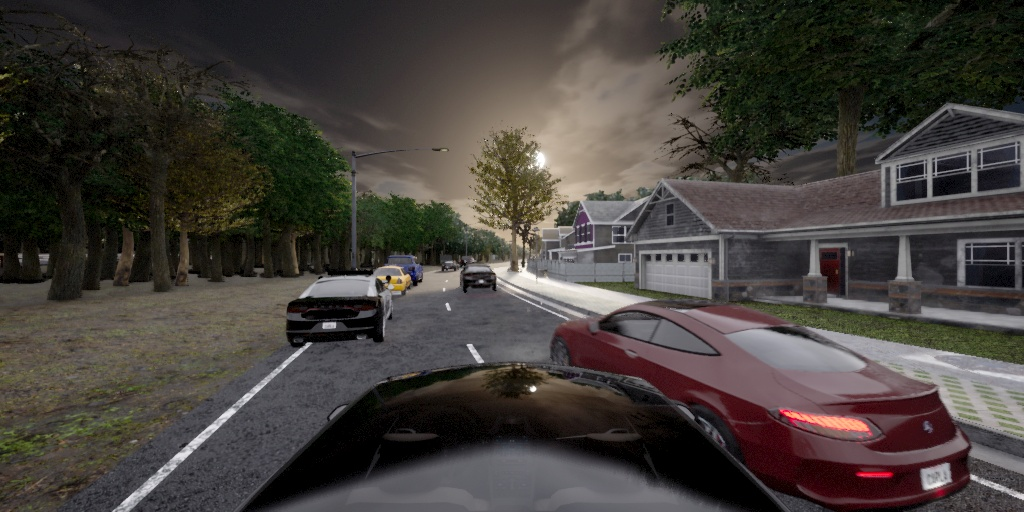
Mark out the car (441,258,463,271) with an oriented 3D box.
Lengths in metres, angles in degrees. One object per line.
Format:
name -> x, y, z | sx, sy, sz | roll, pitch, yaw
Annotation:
car -> -8.217, 1.274, 48.117 | 1.812, 1.442, 4.674 | 0, 0, 0

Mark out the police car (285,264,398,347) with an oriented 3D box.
police car -> -4.282, 1.175, 9.611 | 1.930, 1.638, 5.238 | 0, 0, -15

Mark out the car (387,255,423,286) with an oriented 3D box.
car -> -7.524, 0.975, 25.117 | 2.150, 2.045, 5.566 | 0, 0, -9

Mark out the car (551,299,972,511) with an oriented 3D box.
car -> 2.099, 1.275, 4.557 | 1.812, 1.442, 4.674 | 0, 0, -18

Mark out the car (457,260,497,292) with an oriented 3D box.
car -> -2.107, 1.226, 21.612 | 1.882, 1.535, 5.008 | 0, 0, -11

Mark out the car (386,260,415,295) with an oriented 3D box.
car -> -6.519, 1.206, 19.393 | 1.801, 1.575, 5.366 | 0, 0, -11

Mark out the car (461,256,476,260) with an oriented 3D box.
car -> -7.780, 1.059, 63.751 | 2.150, 2.045, 5.566 | 0, -1, 4
